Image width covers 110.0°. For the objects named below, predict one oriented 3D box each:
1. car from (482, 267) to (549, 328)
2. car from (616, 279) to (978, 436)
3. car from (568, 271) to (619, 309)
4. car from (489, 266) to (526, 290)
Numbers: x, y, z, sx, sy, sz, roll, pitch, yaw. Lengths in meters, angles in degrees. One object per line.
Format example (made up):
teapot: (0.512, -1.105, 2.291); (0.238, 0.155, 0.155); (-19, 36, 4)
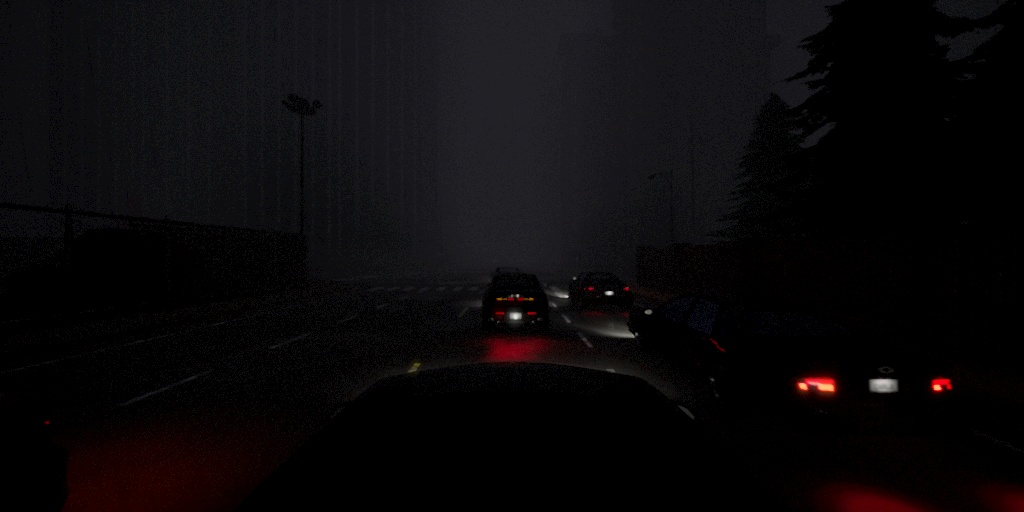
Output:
car: (0.095, 1.277, 11.517); (1.837, 1.490, 4.892); (0, 0, 0)
car: (3.600, 1.307, 5.988); (2.033, 1.411, 5.357); (0, 0, 0)
car: (3.594, 1.344, 15.230); (1.994, 1.385, 4.181); (0, 0, 0)
car: (-0.419, 1.384, 24.067); (1.895, 1.301, 4.718); (0, 1, -8)
